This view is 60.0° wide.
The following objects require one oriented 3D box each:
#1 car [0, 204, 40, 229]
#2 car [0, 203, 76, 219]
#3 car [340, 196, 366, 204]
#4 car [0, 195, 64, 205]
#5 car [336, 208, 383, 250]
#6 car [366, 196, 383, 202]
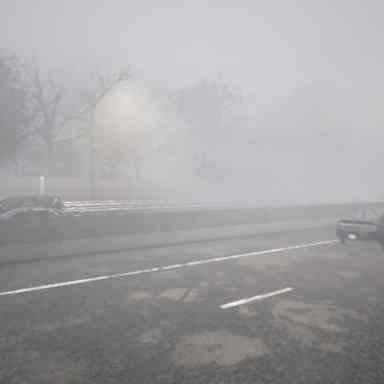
[{"bbox_3d":[-12.136,1.552,21.130,4.181,1.385,1.994,0,0,-36],"label":"car"},{"bbox_3d":[-7.882,1.492,15.566,4.892,1.490,1.837,0,0,-36],"label":"car"},{"bbox_3d":[22.313,1.343,45.678,4.674,1.442,1.812,0,0,-35],"label":"car"},{"bbox_3d":[-9.826,1.208,18.479,5.566,2.045,2.150,0,0,-36],"label":"car"},{"bbox_3d":[7.886,1.424,13.672,4.902,1.511,2.128,0,0,-35],"label":"car"},{"bbox_3d":[25.355,1.321,43.544,4.892,1.490,1.837,0,0,-35],"label":"car"}]
